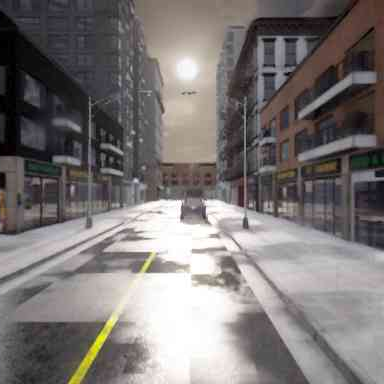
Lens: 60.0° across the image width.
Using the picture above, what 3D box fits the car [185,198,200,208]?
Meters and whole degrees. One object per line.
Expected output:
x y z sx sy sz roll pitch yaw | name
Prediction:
0.101 1.495 45.665 1.895 1.301 4.718 0 0 0 | car

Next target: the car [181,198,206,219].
0.102 1.272 28.611 2.097 1.767 4.553 0 0 0 | car
